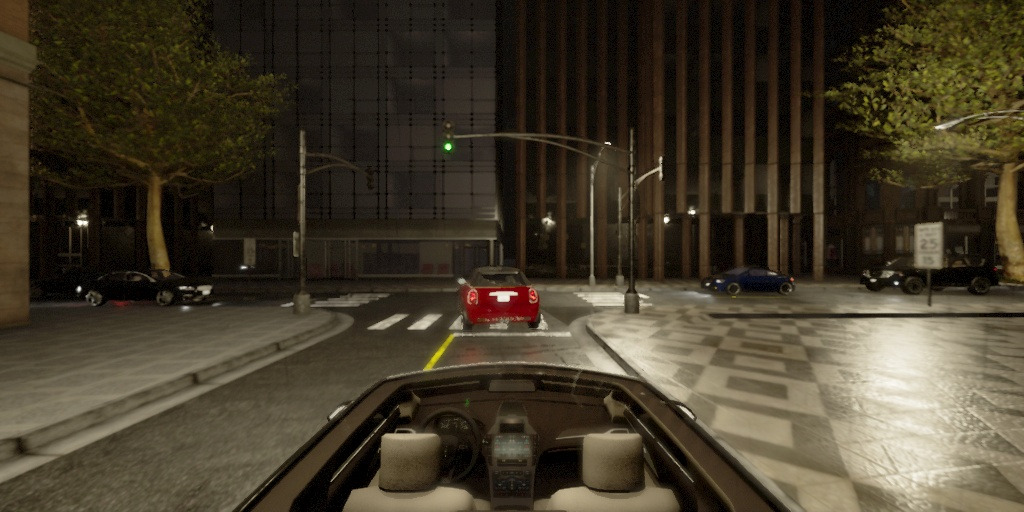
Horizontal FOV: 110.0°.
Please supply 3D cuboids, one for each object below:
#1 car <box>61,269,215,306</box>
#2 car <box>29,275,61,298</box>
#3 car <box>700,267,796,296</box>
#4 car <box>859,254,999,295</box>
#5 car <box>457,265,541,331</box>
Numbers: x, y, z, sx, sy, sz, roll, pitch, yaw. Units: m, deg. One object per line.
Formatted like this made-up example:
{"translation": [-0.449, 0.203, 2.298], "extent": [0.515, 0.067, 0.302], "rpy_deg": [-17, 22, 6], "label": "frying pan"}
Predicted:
{"translation": [-15.754, 1.331, 15.613], "extent": [4.902, 1.511, 2.128], "rpy_deg": [0, 0, 0], "label": "car"}
{"translation": [-22.282, 1.385, 18.846], "extent": [4.674, 1.442, 1.812], "rpy_deg": [0, 0, 0], "label": "car"}
{"translation": [12.230, 1.288, 18.743], "extent": [4.181, 1.385, 1.994], "rpy_deg": [0, 0, 0], "label": "car"}
{"translation": [21.615, 0.915, 18.711], "extent": [5.566, 2.045, 2.150], "rpy_deg": [0, 0, 0], "label": "car"}
{"translation": [-0.591, 1.117, 11.302], "extent": [2.097, 1.767, 4.553], "rpy_deg": [0, 0, -10], "label": "car"}
